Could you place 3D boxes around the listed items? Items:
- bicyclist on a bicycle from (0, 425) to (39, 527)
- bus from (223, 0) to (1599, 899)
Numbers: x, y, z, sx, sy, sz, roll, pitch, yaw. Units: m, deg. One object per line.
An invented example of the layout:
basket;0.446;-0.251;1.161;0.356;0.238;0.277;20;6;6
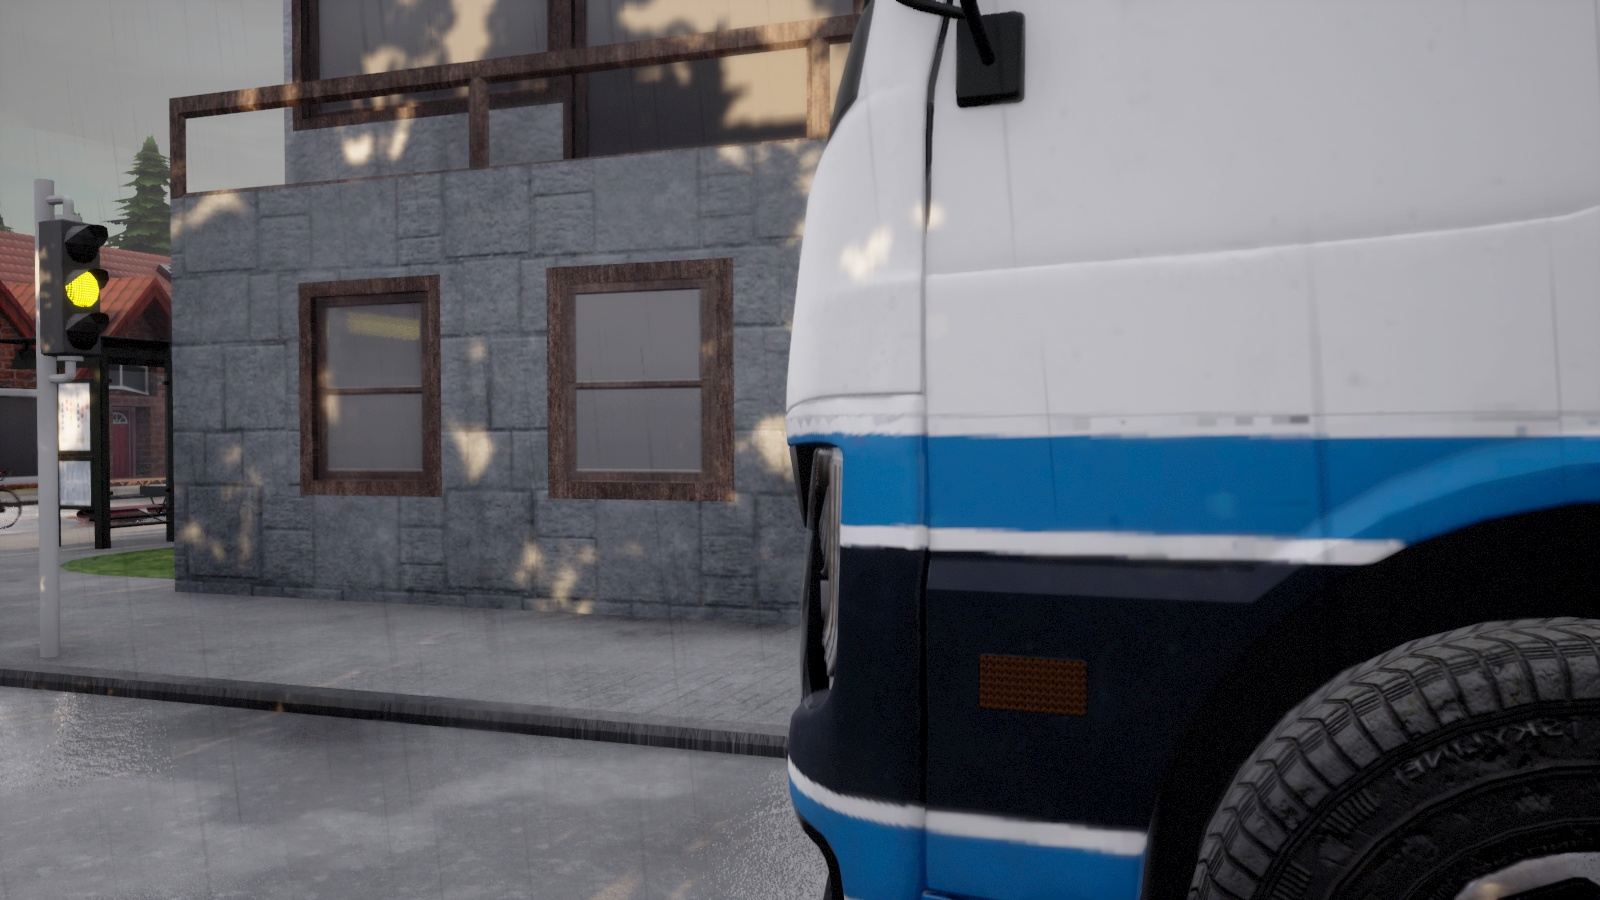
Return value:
bicyclist on a bicycle;-13.038;0.411;19.928;0.582;1.620;1.656;1;1;18
bus;4.542;-0.567;2.135;10.273;4.253;3.944;1;1;21
